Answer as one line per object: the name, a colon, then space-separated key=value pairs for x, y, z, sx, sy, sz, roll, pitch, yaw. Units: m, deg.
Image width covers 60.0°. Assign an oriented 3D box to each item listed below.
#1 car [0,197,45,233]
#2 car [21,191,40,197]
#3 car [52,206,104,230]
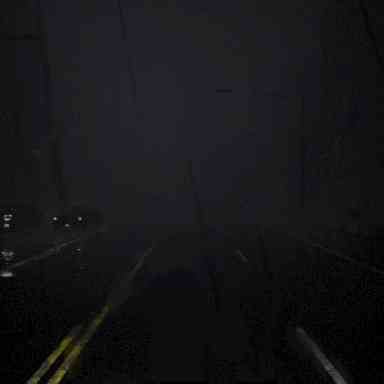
car: x=-10.584 y=1.345 z=19.615 sx=2.097 sy=1.767 sz=4.553 roll=0 pitch=0 yaw=0
car: x=-25.979 y=0.550 z=53.361 sx=1.970 sy=1.475 sz=3.806 roll=0 pitch=2 yaw=0
car: x=-7.082 y=1.594 z=21.097 sx=1.895 sy=1.301 sz=4.718 roll=0 pitch=0 yaw=0
